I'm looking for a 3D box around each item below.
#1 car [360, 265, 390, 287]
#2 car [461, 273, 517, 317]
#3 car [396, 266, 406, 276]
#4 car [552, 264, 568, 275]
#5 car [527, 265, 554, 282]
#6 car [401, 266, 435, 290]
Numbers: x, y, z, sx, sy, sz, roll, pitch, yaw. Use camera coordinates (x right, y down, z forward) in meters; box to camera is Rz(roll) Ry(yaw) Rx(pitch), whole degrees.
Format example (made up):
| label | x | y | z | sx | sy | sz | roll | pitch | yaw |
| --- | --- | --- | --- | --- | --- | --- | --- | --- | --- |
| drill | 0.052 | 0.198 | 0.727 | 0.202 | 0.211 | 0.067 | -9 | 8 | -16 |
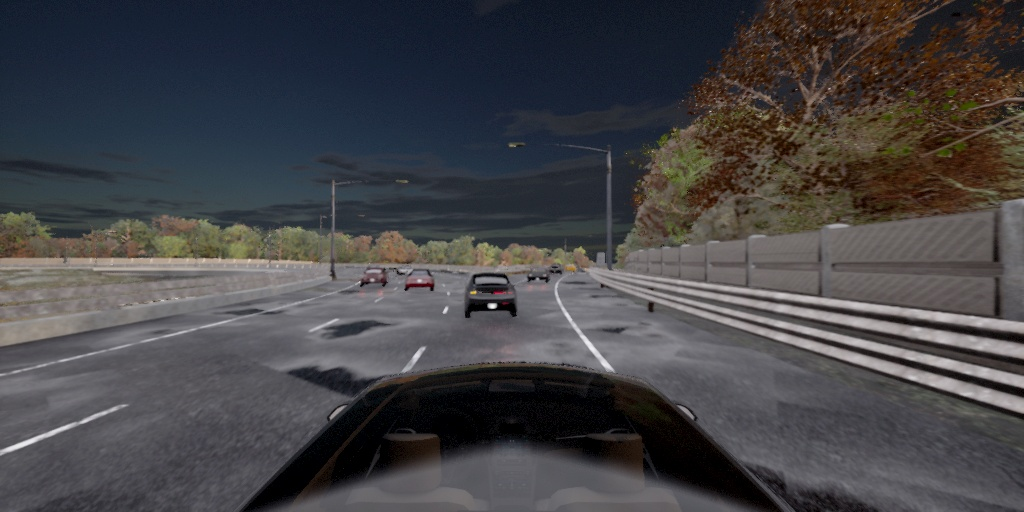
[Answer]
| label | x | y | z | sx | sy | sz | roll | pitch | yaw |
| --- | --- | --- | --- | --- | --- | --- | --- | --- | --- |
| car | -10.976 | 1.650 | 28.869 | 1.812 | 1.442 | 4.674 | 0 | -1 | -15 |
| car | -0.917 | 1.413 | 14.052 | 1.837 | 1.490 | 4.892 | 0 | -1 | -7 |
| car | -14.272 | 1.973 | 47.655 | 1.895 | 1.301 | 4.718 | 0 | -1 | -26 |
| car | 6.291 | 1.853 | 50.009 | 1.837 | 1.490 | 4.892 | 0 | -1 | 15 |
| car | 2.617 | 1.748 | 33.474 | 1.895 | 1.301 | 4.718 | 0 | -1 | 10 |
| car | -6.528 | 1.634 | 25.577 | 1.994 | 1.385 | 4.181 | 0 | -1 | -13 |
